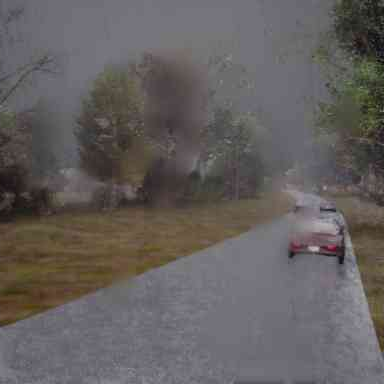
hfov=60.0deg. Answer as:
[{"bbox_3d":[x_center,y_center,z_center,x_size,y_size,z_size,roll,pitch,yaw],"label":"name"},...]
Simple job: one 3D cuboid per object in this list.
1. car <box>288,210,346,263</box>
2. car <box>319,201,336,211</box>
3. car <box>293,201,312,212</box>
[{"bbox_3d":[4.798,1.654,12.694,1.812,1.442,4.674,1,0,24],"label":"car"},{"bbox_3d":[17.251,1.805,42.432,1.994,1.385,4.181,-1,1,21],"label":"car"},{"bbox_3d":[13.034,1.787,39.127,1.882,1.535,5.008,1,1,22],"label":"car"}]
